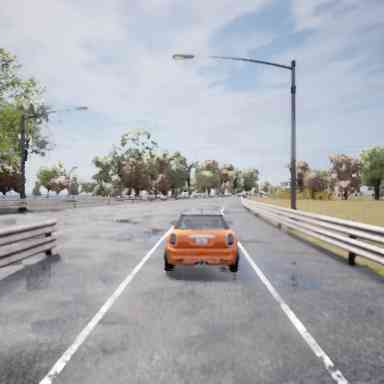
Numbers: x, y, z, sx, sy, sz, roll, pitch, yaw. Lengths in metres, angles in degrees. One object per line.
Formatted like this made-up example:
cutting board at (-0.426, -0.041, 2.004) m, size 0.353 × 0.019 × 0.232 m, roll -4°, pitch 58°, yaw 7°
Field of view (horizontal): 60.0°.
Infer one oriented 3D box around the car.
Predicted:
car at (0.319, 1.358, 11.140) m, size 2.097 × 1.767 × 4.553 m, roll 0°, pitch 0°, yaw 2°
